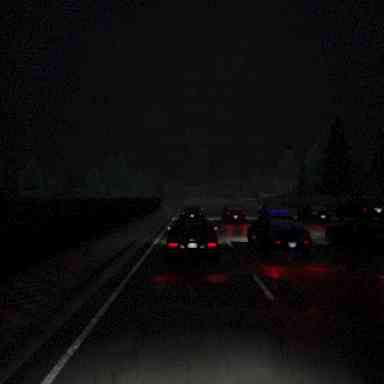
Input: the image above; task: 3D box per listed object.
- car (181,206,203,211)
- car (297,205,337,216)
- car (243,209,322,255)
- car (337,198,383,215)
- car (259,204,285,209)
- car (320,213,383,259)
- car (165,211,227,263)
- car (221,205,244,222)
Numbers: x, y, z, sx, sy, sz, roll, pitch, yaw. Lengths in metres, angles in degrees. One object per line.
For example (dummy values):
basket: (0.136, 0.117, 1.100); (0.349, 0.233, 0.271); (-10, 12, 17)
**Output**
car: (0.021, 1.862, 28.459); (1.994, 1.385, 4.181); (0, -1, 0)
car: (10.522, 1.828, 28.883); (1.812, 1.442, 4.674); (0, 0, 0)
car: (3.522, 1.672, 13.892); (1.812, 1.442, 4.674); (0, 0, 0)
car: (14.008, 1.514, 27.567); (2.150, 2.045, 5.566); (0, 0, 0)
car: (7.025, 1.783, 29.220); (1.882, 1.535, 5.008); (0, 0, 0)
car: (7.015, 1.740, 13.239); (1.895, 1.301, 4.718); (0, -1, 0)
car: (0.011, 1.680, 12.521); (2.033, 1.411, 5.357); (0, -1, 0)
car: (3.522, 1.828, 28.880); (1.812, 1.442, 4.674); (0, 0, 0)
